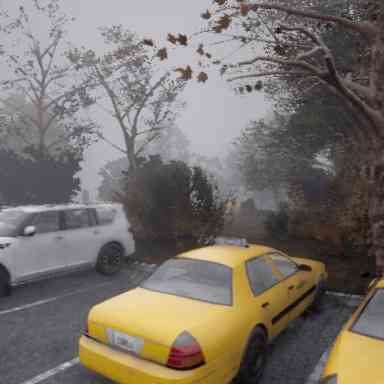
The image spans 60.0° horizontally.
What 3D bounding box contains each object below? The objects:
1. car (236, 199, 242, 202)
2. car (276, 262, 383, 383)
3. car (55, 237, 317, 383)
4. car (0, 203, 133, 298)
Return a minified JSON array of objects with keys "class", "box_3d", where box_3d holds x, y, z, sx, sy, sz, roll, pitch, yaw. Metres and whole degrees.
[{"class":"car","box_3d":[5.499,1.890,48.524,4.553,1.767,2.097,-1,-1,-14]},{"class":"car","box_3d":[2.961,1.475,3.942,1.946,1.575,5.366,-1,0,36]},{"class":"car","box_3d":[0.794,1.506,5.487,1.946,1.575,5.366,-1,-1,35]},{"class":"car","box_3d":[-3.987,1.346,8.635,2.435,2.045,5.566,-2,-1,35]}]
